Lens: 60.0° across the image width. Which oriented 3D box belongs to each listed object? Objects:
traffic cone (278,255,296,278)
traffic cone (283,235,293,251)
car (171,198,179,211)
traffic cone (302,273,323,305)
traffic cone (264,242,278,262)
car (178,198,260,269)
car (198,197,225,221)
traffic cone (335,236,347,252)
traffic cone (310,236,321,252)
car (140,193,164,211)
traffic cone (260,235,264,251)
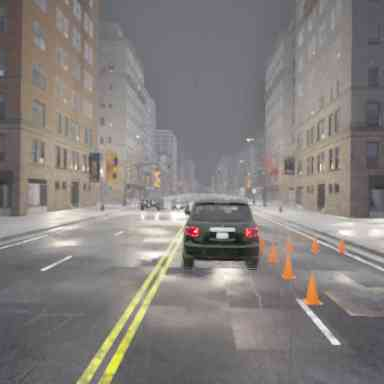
[{"bbox_3d":[2.558,1.962,8.842,0.340,0.580,0.340,1,0,2],"label":"traffic cone"},{"bbox_3d":[3.724,1.965,12.797,0.340,0.580,0.340,1,0,2],"label":"traffic cone"},{"bbox_3d":[-1.346,1.404,38.554,2.128,1.511,4.902,1,0,3],"label":"car"},{"bbox_3d":[2.475,1.965,6.844,0.340,0.580,0.340,1,0,2],"label":"traffic cone"},{"bbox_3d":[2.641,1.959,10.841,0.340,0.580,0.340,1,0,2],"label":"traffic cone"},{"bbox_3d":[0.885,1.207,11.240,2.150,2.045,5.566,1,0,2],"label":"car"},{"bbox_3d":[1.582,1.312,27.772,2.097,1.767,4.553,1,0,2],"label":"car"},{"bbox_3d":[5.722,1.985,12.714,0.340,0.580,0.340,1,0,2],"label":"traffic cone"},{"bbox_3d":[4.723,1.975,12.756,0.340,0.580,0.340,1,0,2],"label":"traffic cone"},{"bbox_3d":[-4.568,1.104,39.084,2.150,2.045,5.566,1,0,3],"label":"car"},{"bbox_3d":[2.724,1.955,12.839,0.340,0.580,0.340,1,0,2],"label":"traffic cone"}]
